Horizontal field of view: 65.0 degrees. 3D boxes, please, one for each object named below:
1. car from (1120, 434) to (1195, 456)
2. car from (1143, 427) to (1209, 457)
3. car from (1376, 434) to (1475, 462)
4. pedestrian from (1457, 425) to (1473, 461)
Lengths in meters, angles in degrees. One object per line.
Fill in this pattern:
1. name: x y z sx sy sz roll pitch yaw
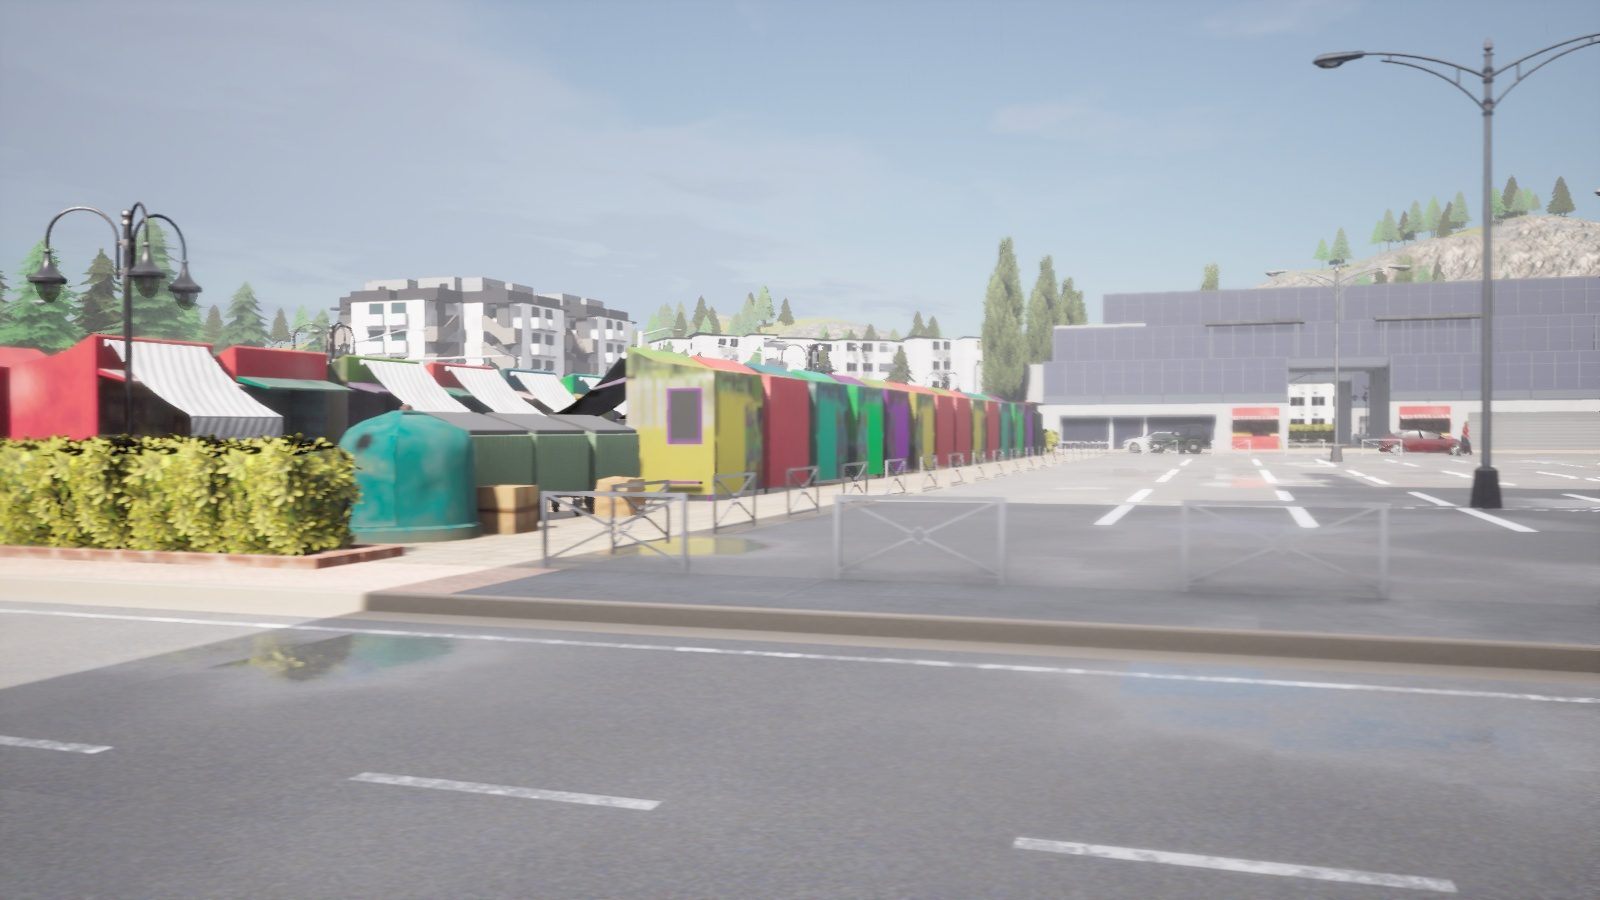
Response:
1. car: 23.696 -0.337 83.279 4.674 1.442 1.812 1 1 20
2. car: 23.796 -0.506 79.503 3.866 1.878 1.905 1 1 20
3. car: 35.492 -0.128 71.407 4.792 1.488 2.163 1 1 20
4. pedestrian: 33.744 -0.353 63.712 0.636 1.846 0.331 1 1 37
